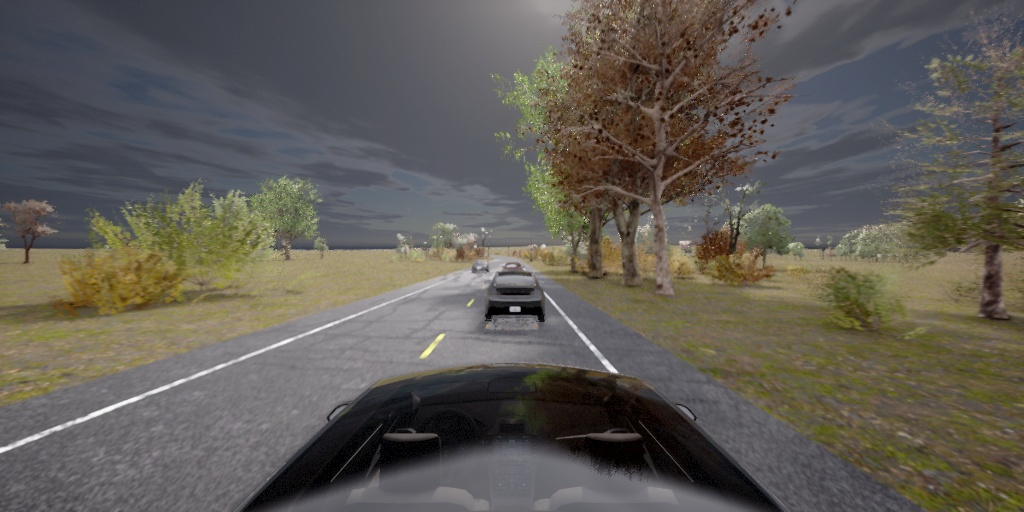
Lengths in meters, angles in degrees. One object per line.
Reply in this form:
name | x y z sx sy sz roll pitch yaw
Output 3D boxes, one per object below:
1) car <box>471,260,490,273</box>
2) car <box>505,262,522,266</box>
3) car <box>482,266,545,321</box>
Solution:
car | -3.590 1.172 41.734 2.128 1.511 4.902 0 0 0
car | 0.097 1.237 29.983 1.812 1.442 4.674 0 0 0
car | 0.091 1.242 12.426 1.837 1.490 4.892 0 0 0
